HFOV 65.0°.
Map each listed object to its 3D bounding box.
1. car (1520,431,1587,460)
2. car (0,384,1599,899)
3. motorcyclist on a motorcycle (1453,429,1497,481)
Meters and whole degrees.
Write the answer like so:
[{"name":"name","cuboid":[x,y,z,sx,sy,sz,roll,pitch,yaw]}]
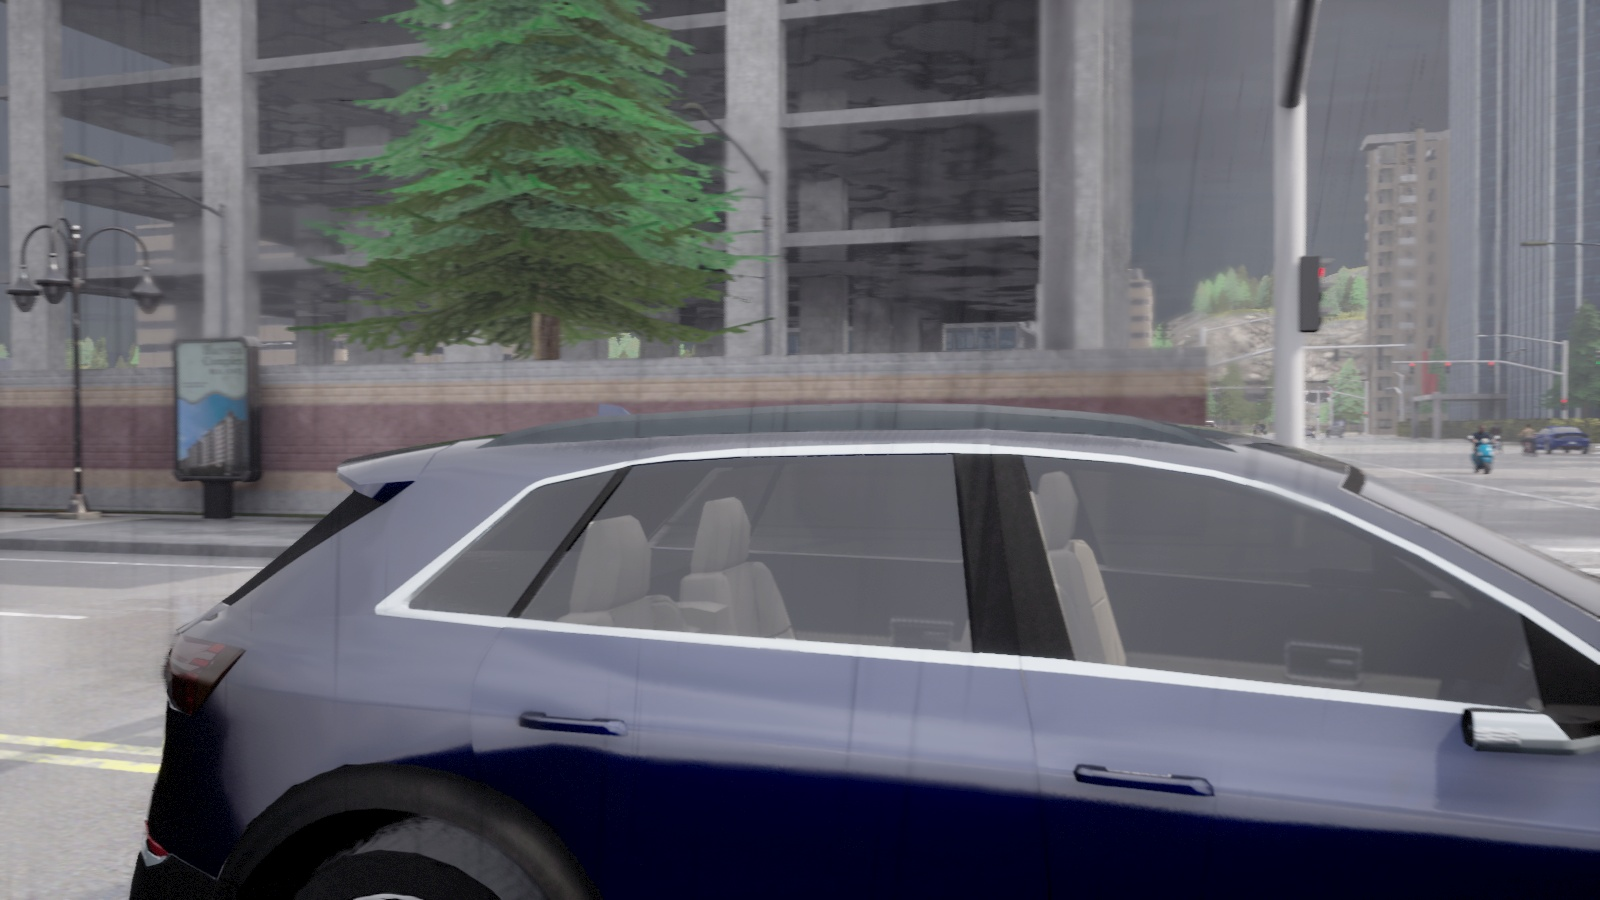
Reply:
[{"name":"car","cuboid":[40.797,-0.277,68.112,1.882,1.535,5.008,1,1,16]},{"name":"car","cuboid":[0.783,0.703,3.024,4.856,1.649,2.033,1,1,15]},{"name":"motorcyclist on a motorcycle","cuboid":[21.436,0.136,39.896,0.866,1.590,1.817,1,1,17]}]
